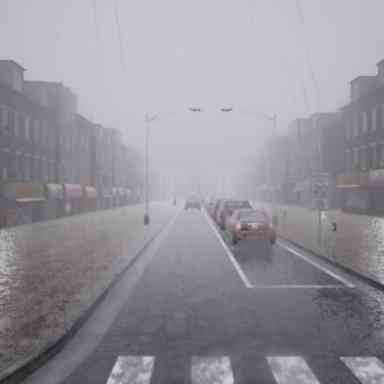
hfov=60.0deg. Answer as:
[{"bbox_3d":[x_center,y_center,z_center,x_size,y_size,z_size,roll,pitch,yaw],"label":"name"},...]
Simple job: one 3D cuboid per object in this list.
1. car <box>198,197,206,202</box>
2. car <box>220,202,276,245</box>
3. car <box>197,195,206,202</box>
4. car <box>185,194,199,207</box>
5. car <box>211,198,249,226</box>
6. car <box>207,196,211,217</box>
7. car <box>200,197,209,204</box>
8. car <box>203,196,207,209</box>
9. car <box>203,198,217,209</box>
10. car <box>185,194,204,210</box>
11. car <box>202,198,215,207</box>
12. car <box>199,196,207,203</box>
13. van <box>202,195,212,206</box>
[{"bbox_3d":[2.625,1.882,86.052,1.947,1.339,4.313,-1,0,0],"label":"car"},{"bbox_3d":[2.631,1.478,15.822,1.967,1.590,4.097,0,0,0],"label":"car"},{"bbox_3d":[2.622,1.662,91.456,2.192,1.841,5.009,-1,0,0],"label":"car"},{"bbox_3d":[0.090,1.377,54.309,2.150,2.045,5.566,0,0,1],"label":"car"},{"bbox_3d":[2.630,1.366,21.225,2.192,1.841,5.009,0,0,0],"label":"car"},{"bbox_3d":[2.629,1.381,26.627,2.192,1.841,5.009,0,0,0],"label":"car"},{"bbox_3d":[2.627,1.815,69.845,1.802,1.307,4.206,0,0,0],"label":"car"},{"bbox_3d":[2.629,1.539,37.432,1.967,1.590,4.097,0,0,0],"label":"car"},{"bbox_3d":[2.629,1.665,48.406,1.752,1.417,4.829,0,0,0],"label":"car"},{"bbox_3d":[0.102,1.468,44.288,2.097,1.767,4.553,0,0,0],"label":"car"},{"bbox_3d":[2.628,1.686,53.808,1.752,1.417,4.829,0,0,0],"label":"car"},{"bbox_3d":[2.624,1.727,80.651,1.967,1.590,4.097,-1,0,0],"label":"car"},{"bbox_3d":[2.626,1.524,59.042,1.690,1.788,3.998,0,0,0],"label":"van"}]
